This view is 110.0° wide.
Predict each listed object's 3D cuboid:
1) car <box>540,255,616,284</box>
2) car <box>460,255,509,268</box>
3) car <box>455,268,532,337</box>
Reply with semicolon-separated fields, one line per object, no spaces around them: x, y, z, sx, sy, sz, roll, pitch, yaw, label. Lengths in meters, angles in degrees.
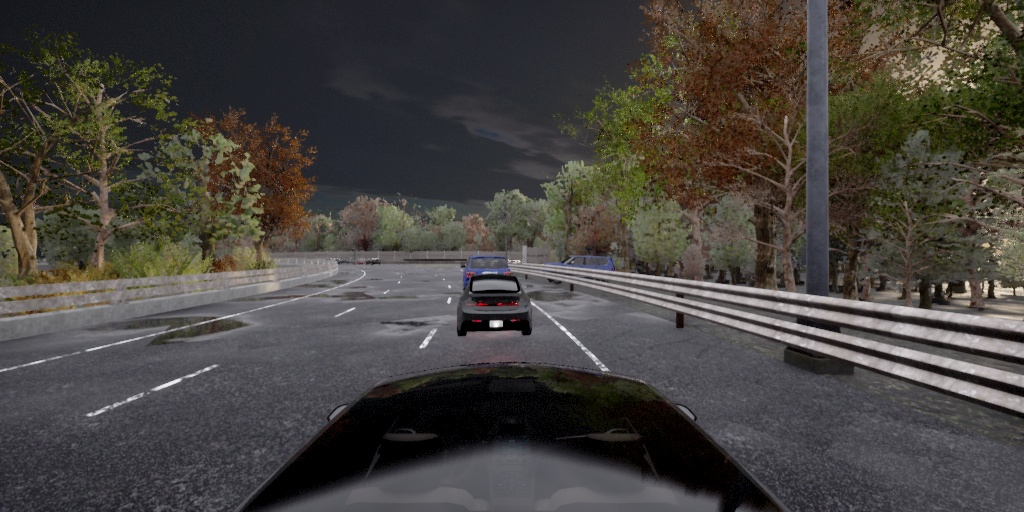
4.821;0.953;26.146;5.566;2.045;2.150;3;1;-9;car
-1.333;0.969;17.828;2.150;2.045;5.566;0;0;-8;car
-0.561;1.254;10.351;1.837;1.490;4.892;0;0;-5;car
